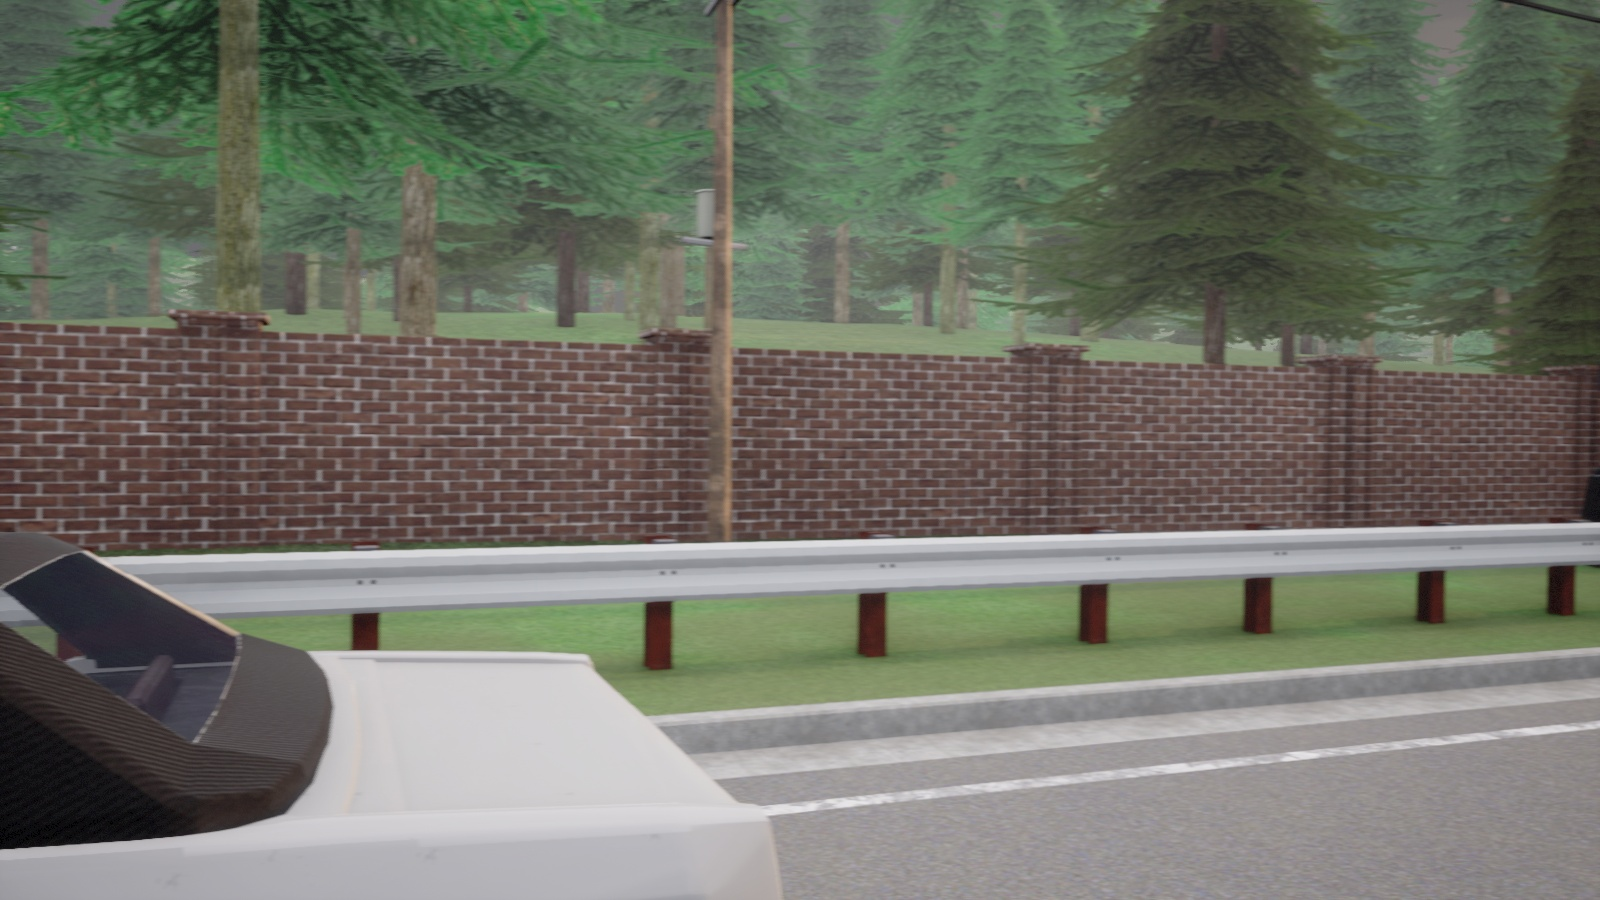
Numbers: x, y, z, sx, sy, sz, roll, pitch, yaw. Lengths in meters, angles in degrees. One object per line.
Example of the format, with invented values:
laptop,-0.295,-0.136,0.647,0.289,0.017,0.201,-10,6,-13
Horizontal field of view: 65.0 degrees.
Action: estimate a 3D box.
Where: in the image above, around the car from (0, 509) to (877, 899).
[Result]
car,-2.401,0.887,2.329,4.718,1.301,1.895,-1,1,-21
